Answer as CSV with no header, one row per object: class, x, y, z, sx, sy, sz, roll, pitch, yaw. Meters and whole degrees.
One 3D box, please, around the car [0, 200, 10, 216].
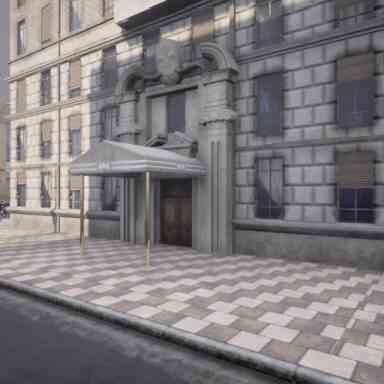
car,-15.915,1.504,31.623,2.128,1.511,4.902,0,0,35
